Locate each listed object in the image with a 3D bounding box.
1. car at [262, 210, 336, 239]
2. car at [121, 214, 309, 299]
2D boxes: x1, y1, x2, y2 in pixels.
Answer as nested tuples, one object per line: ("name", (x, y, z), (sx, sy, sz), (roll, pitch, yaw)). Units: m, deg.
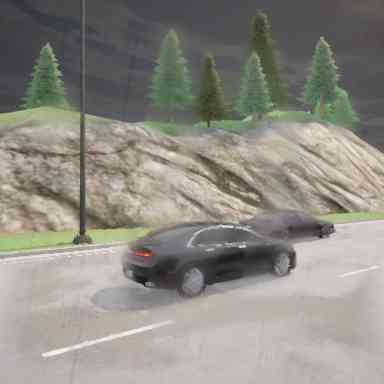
("car", (4.459, 1.547, 15.545), (5.357, 1.411, 2.033), (0, 0, -36))
("car", (0.638, 1.503, 8.508), (4.892, 1.490, 1.837), (0, 0, -36))
